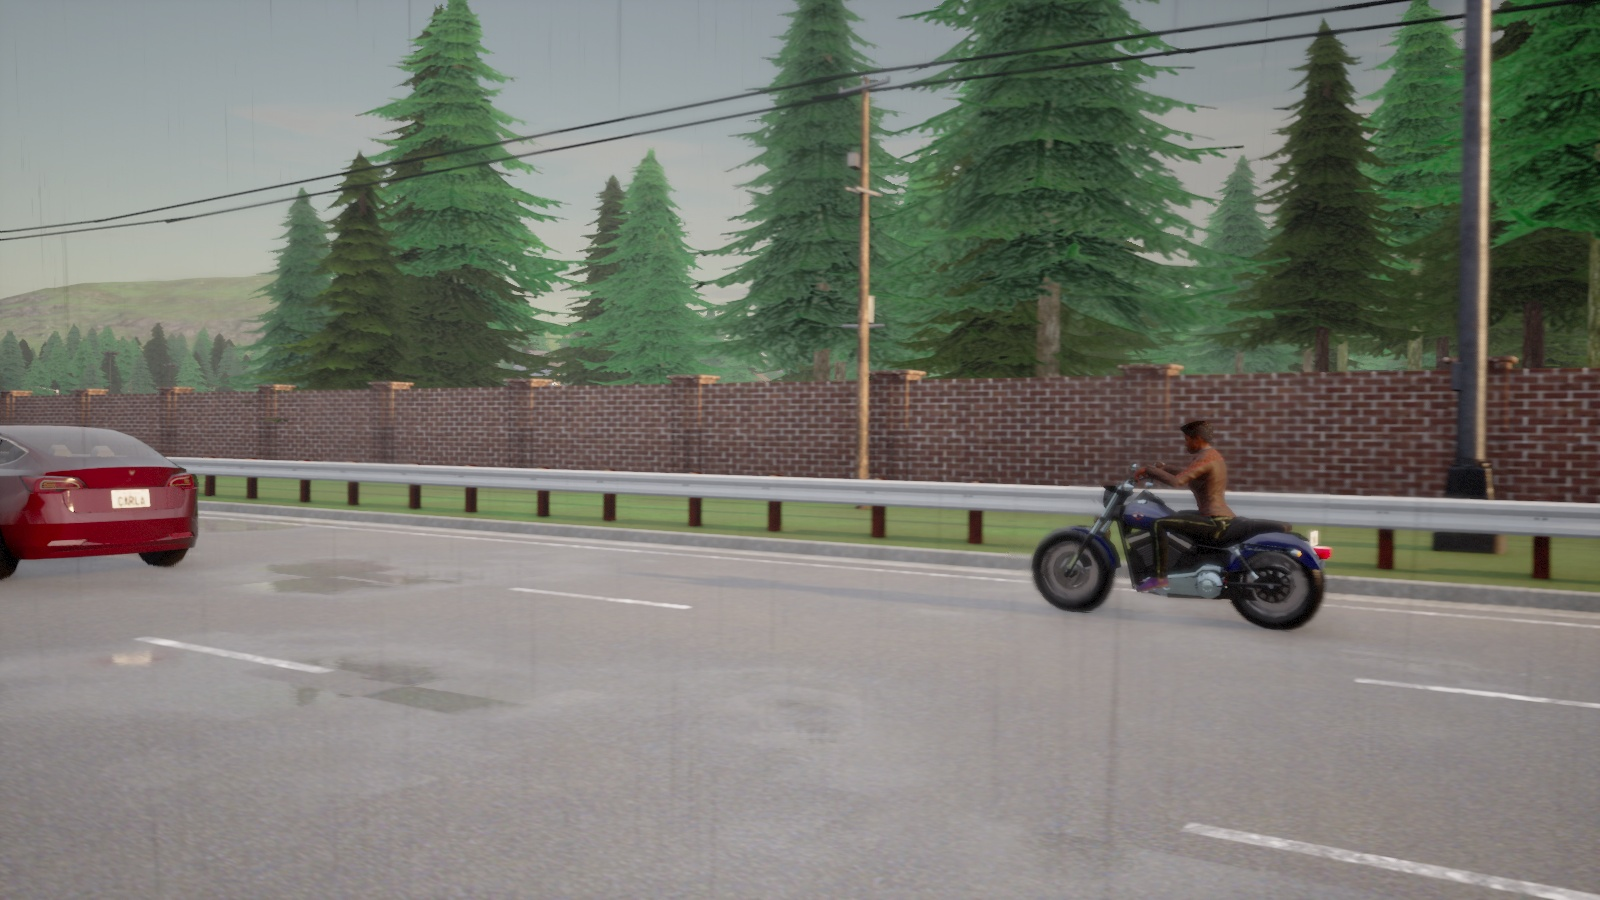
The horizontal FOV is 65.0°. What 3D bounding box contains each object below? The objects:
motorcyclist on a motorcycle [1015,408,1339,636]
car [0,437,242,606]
[{"bbox_3d":[2.976,0.518,10.048,2.350,1.649,0.766,0,1,34],"label":"motorcyclist on a motorcycle"},{"bbox_3d":[-8.365,0.624,13.382,4.792,1.488,2.163,0,1,34],"label":"car"}]
